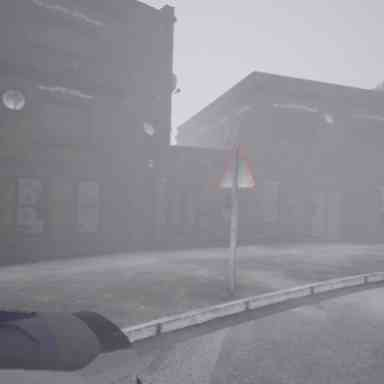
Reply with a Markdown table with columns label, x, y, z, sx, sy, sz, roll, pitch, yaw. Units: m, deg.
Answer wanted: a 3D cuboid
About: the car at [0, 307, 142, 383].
| label | x | y | z | sx | sy | sz | roll | pitch | yaw |
| --- | --- | --- | --- | --- | --- | --- | --- | --- | --- |
| car | -2.548 | 1.492 | 1.449 | 4.902 | 1.511 | 2.128 | 0 | 0 | -34 |
